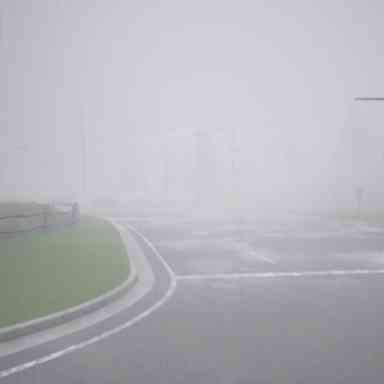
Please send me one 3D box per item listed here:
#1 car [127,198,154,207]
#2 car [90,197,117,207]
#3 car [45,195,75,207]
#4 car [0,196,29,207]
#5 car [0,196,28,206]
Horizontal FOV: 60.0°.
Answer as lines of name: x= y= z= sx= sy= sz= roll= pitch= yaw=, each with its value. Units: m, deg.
car: x=-8.480 y=1.691 z=54.298 sx=5.008 sy=1.535 sz=1.882 roll=0 pitch=0 yaw=37
car: x=-14.405 y=1.551 z=54.028 sx=4.553 sy=1.767 sz=2.097 roll=0 pitch=0 yaw=32
car: x=-21.275 y=1.674 z=53.440 sx=4.902 sy=1.511 sz=2.128 roll=0 pitch=0 yaw=25
car: x=-28.497 y=1.710 z=52.544 sx=5.357 sy=1.411 sz=2.033 roll=0 pitch=0 yaw=16
car: x=-32.549 y=1.540 z=60.559 sx=4.553 sy=1.767 sz=2.097 roll=0 pitch=0 yaw=8
